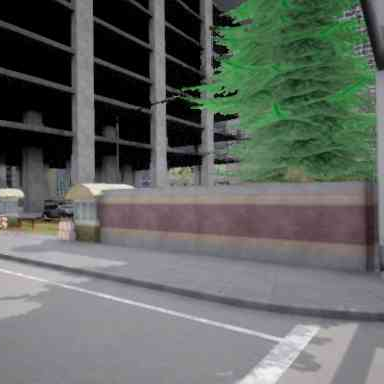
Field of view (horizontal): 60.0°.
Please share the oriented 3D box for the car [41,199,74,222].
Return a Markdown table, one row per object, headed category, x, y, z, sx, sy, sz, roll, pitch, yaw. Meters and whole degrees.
| category | x | y | z | sx | sy | sz | roll | pitch | yaw |
| --- | --- | --- | --- | --- | --- | --- | --- | --- | --- |
| car | -10.799 | 1.516 | 27.641 | 3.866 | 1.878 | 1.905 | -1 | -1 | 36 |
